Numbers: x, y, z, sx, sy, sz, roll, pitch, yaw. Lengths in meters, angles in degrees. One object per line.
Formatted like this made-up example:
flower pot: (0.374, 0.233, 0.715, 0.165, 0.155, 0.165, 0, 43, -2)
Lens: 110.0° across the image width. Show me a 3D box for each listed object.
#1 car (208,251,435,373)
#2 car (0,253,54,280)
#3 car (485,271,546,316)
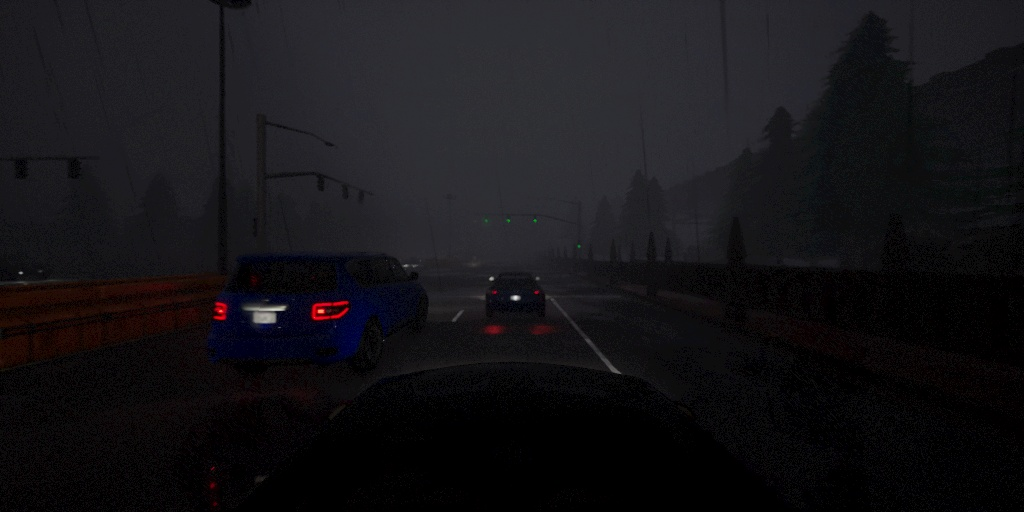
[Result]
car: (-3.394, 0.928, 7.613, 2.150, 2.045, 5.566, 0, 0, 0)
car: (-38.927, 0.774, 27.561, 5.566, 2.045, 2.150, 1, 0, 1)
car: (0.112, 1.234, 13.012, 1.994, 1.385, 4.181, 0, 0, 0)
